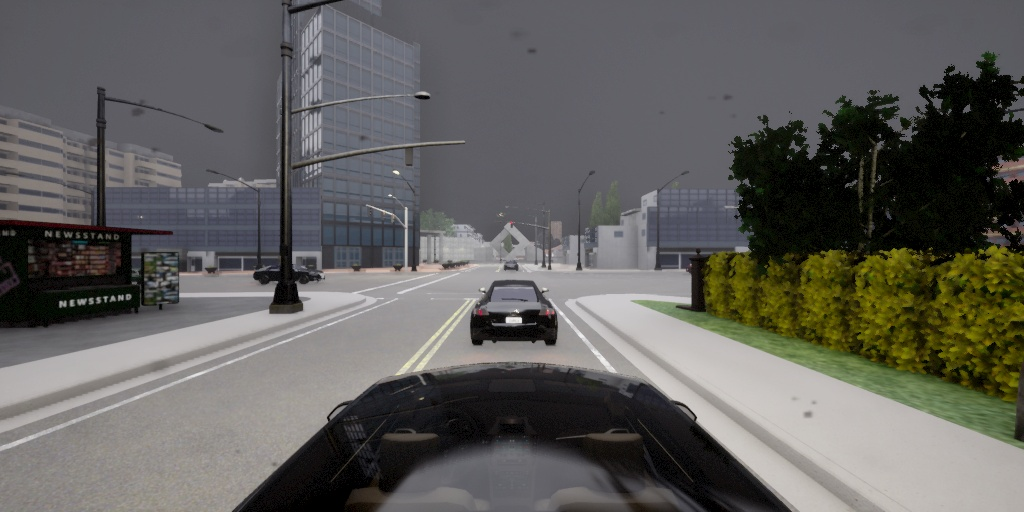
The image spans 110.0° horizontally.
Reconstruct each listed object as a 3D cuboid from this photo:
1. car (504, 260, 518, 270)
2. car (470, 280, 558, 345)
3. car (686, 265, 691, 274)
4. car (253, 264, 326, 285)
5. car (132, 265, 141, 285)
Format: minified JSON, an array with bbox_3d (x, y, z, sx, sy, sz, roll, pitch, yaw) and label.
[{"bbox_3d":[-0.141,1.314,51.688,1.994,1.385,4.181,0,0,0],"label":"car"},{"bbox_3d":[0.046,1.314,9.512,1.994,1.385,4.181,0,0,0],"label":"car"},{"bbox_3d":[21.205,1.177,38.256,5.008,1.535,1.882,0,0,-1],"label":"car"},{"bbox_3d":[-16.767,1.352,27.097,4.902,1.511,2.128,-1,0,-1],"label":"car"},{"bbox_3d":[-30.381,1.252,26.933,5.566,2.045,2.150,-1,0,-1],"label":"car"}]
